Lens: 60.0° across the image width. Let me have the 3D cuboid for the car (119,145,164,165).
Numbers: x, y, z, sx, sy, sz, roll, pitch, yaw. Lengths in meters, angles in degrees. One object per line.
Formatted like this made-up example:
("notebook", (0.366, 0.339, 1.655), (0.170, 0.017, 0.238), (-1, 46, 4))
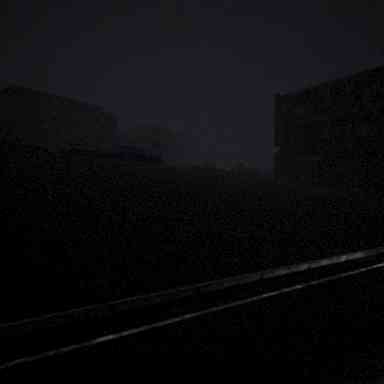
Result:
("car", (-5.382, -3.384, 33.258), (2.435, 2.045, 5.566), (0, -1, 44))

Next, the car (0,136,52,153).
("car", (-13.223, -3.375, 25.193), (4.892, 1.521, 2.231), (1, -1, -44))

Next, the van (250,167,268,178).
("van", (9.104, -2.612, 50.141), (1.878, 1.987, 4.442), (0, -2, 39))

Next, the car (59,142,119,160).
("car", (-9.257, -3.391, 29.199), (2.185, 1.767, 4.553), (0, -1, 45))

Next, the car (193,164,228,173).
("car", (1.953, -2.767, 41.500), (2.002, 1.452, 4.674), (0, -2, 41))

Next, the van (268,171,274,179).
("van", (12.491, -2.372, 54.517), (1.878, 1.987, 4.442), (0, -2, 38))

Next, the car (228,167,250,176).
("car", (5.516, -2.570, 45.741), (2.002, 1.452, 4.674), (0, -2, 40))
